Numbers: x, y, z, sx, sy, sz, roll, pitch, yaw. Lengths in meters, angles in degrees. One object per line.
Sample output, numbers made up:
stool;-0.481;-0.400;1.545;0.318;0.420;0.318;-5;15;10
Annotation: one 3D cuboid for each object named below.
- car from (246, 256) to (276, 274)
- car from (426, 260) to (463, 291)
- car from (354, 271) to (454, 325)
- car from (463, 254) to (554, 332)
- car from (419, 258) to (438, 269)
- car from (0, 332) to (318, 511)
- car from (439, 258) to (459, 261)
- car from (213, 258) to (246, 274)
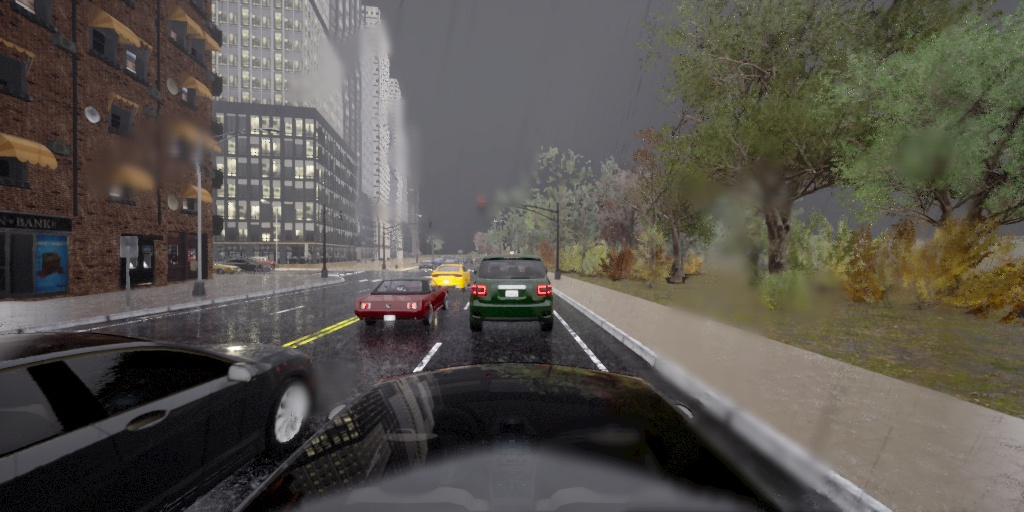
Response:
car;-25.596;0.952;34.294;4.674;1.442;1.812;1;0;-11
car;-3.582;1.221;21.528;1.882;1.535;5.008;0;0;-2
car;-3.282;1.349;11.718;1.895;1.301;4.718;0;0;-1
car;-0.030;0.969;11.059;2.150;2.045;5.566;0;0;-1
car;-12.636;1.284;53.650;1.994;1.385;4.181;0;0;-6
car;-3.181;1.256;2.229;1.837;1.490;4.892;0;0;0
car;-9.517;1.264;55.138;2.033;1.411;5.357;0;0;-6
car;-26.646;0.938;31.370;4.829;1.417;1.751;0;0;-11
